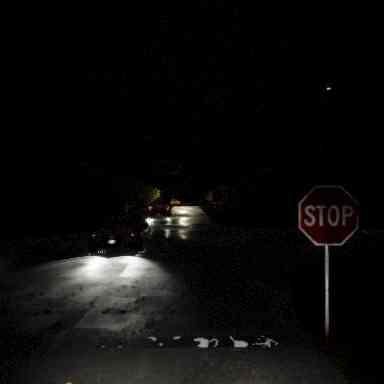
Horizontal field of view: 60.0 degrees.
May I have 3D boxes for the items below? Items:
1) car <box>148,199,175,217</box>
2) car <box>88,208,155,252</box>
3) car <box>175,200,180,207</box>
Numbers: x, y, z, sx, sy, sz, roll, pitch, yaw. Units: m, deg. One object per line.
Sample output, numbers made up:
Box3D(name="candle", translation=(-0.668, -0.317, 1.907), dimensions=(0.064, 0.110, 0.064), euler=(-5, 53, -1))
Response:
Box3D(name="car", translation=(-3.034, 1.474, 32.295), dimensions=(2.097, 1.767, 4.553), euler=(0, -1, -1))
Box3D(name="car", translation=(-2.871, 1.591, 13.866), dimensions=(1.994, 1.385, 4.181), euler=(0, 0, -1))
Box3D(name="car", translation=(-3.339, 2.266, 66.766), dimensions=(1.882, 1.535, 5.008), euler=(0, -1, -1))
